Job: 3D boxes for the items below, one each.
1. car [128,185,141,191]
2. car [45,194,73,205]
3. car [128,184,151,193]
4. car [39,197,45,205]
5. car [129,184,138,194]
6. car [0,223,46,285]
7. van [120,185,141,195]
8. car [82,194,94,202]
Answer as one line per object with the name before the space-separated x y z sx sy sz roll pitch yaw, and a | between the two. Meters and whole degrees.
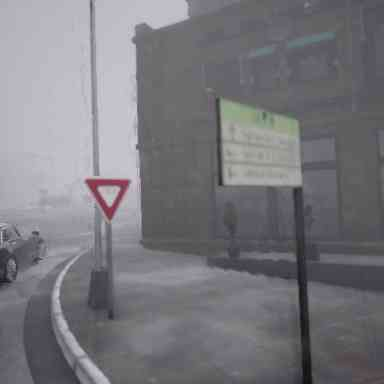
car | -16.250 -1.198 93.711 2.128 1.511 4.902 -2 3 9
car | -21.757 1.147 55.322 2.097 1.767 4.553 -2 3 9
car | -12.942 -0.856 81.718 5.566 2.045 2.435 -3 3 -11
car | -24.610 1.279 57.863 1.882 1.535 5.008 -3 3 7
car | -14.770 -0.108 69.667 5.566 2.045 2.435 -3 4 -11
car | -5.869 1.693 9.908 1.837 1.490 4.892 -4 1 -10
van | -13.969 -0.451 75.667 4.442 1.987 1.878 -3 4 -11
car | -16.518 0.887 57.667 4.892 1.521 2.231 -3 3 -11
